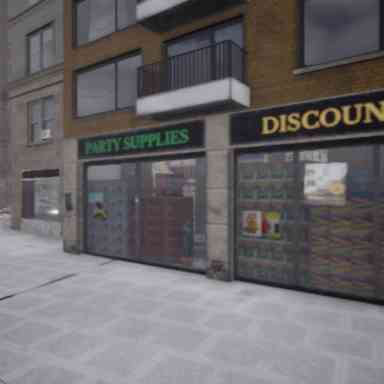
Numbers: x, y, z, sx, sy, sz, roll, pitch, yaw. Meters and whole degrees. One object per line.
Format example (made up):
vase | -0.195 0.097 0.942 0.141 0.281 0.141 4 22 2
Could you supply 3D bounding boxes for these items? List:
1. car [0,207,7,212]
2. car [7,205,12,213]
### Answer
car | -18.406 1.366 27.621 1.887 1.381 4.507 1 1 36
car | -15.283 1.295 31.931 1.752 1.417 4.829 1 1 36
